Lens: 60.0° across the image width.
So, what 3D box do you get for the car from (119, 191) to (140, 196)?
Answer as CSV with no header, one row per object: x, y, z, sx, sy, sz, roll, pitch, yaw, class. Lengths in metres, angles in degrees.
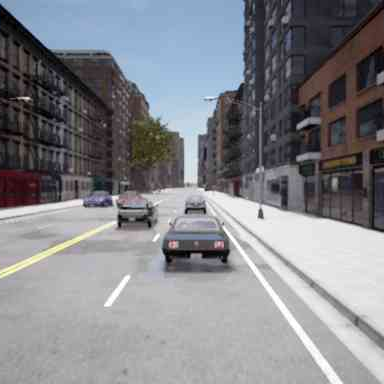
-6.380,0.704,34.265,2.097,1.767,4.553,0,1,0,car

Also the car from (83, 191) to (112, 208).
-9.629,0.702,34.282,2.097,1.767,4.553,0,1,0,car

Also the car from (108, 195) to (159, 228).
-3.023,1.122,19.125,2.128,1.511,4.902,0,1,0,car

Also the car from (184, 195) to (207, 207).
0.289,1.001,28.822,2.033,1.411,5.357,0,1,-1,car

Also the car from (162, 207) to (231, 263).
0.165,1.386,11.064,1.895,1.301,4.718,0,1,1,car
